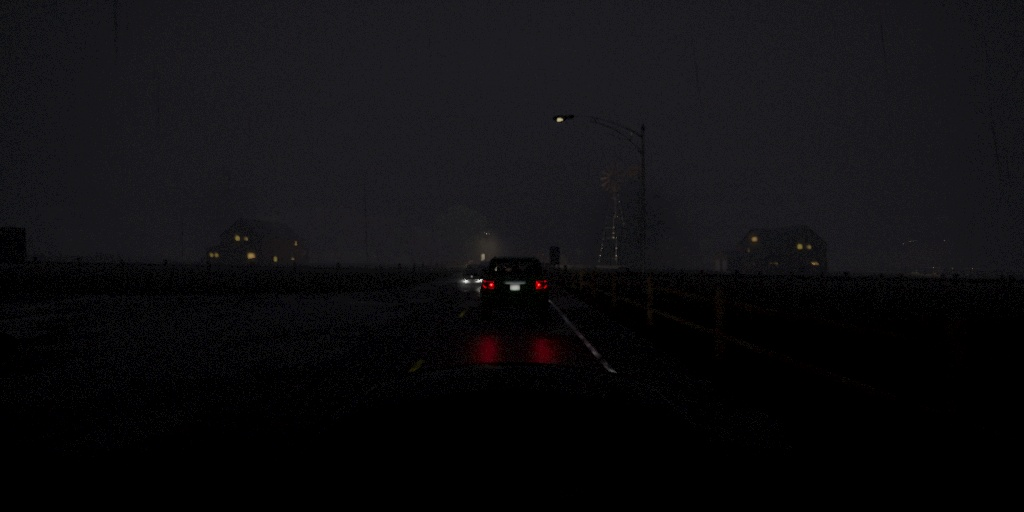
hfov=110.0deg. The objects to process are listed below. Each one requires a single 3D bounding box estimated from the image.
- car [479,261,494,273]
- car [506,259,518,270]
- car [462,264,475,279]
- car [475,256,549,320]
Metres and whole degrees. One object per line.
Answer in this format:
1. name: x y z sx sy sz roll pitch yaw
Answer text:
1. car: -3.595 1.497 51.531 1.882 1.535 5.008 0 0 0
2. car: -0.029 1.427 61.906 2.097 1.767 4.553 0 0 0
3. car: -3.613 1.478 34.897 2.033 1.411 5.357 0 0 0
4. car: 0.093 1.034 13.138 2.150 2.045 5.566 0 0 0
